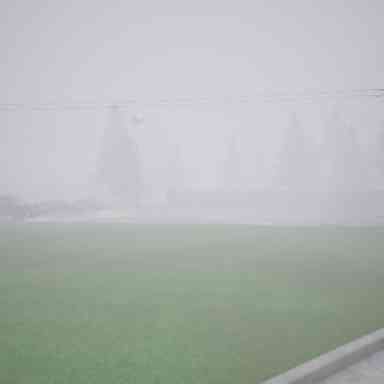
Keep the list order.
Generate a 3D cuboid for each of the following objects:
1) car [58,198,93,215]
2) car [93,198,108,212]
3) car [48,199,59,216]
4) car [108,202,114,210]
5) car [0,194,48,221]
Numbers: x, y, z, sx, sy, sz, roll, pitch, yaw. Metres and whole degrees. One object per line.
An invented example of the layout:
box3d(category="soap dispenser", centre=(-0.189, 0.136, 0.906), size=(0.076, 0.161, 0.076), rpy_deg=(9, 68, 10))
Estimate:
box3d(category="car", centre=(-12.974, 1.467, 33.496), size=(4.902, 1.511, 2.128), rpy_deg=(0, 0, 7))
box3d(category="car", centre=(-11.940, 1.542, 36.895), size=(4.181, 1.385, 1.994), rpy_deg=(0, 0, 7))
box3d(category="car", centre=(-14.992, 1.571, 30.222), size=(4.718, 1.301, 1.895), rpy_deg=(0, 0, 7))
box3d(category="car", centre=(-11.879, 1.483, 40.413), size=(4.892, 1.490, 1.837), rpy_deg=(0, 0, 7))
box3d(category="car", centre=(-14.933, 1.191, 26.686), size=(5.566, 2.045, 2.150), rpy_deg=(0, 0, 7))
